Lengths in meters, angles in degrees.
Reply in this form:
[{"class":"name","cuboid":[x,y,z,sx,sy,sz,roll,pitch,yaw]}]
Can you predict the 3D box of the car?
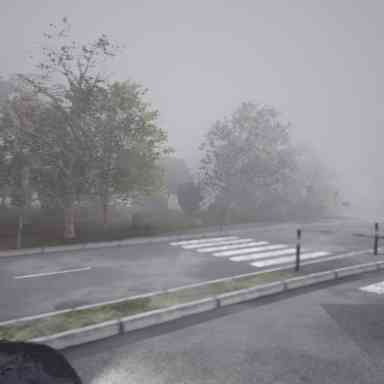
[{"class":"car","cuboid":[-2.557,1.565,1.614,4.181,1.385,1.994,0,0,-35]}]
